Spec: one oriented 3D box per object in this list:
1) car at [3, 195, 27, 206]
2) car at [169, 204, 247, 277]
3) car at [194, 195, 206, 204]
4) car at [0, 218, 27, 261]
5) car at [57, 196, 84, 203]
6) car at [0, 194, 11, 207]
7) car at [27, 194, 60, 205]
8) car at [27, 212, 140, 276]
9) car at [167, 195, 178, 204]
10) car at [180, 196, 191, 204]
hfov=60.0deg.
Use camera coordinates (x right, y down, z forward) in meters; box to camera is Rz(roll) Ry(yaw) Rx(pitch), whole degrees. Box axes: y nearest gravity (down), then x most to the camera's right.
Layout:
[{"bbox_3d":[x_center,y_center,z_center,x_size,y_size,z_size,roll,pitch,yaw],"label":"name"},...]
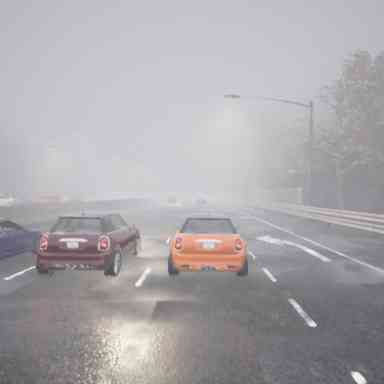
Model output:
[{"bbox_3d":[-23.181,1.608,45.773,2.128,1.511,4.902,1,0,2],"label":"car"},{"bbox_3d":[0.485,1.442,10.765,2.097,1.767,4.553,1,0,1],"label":"car"},{"bbox_3d":[1.986,1.926,70.262,2.097,1.767,4.553,1,0,1],"label":"car"},{"bbox_3d":[-6.520,1.543,10.727,1.812,1.442,4.674,1,0,1],"label":"car"},{"bbox_3d":[-16.189,1.693,45.698,1.837,1.490,4.892,1,0,2],"label":"car"},{"bbox_3d":[-26.684,1.295,45.446,2.150,2.045,5.566,1,0,2],"label":"car"},{"bbox_3d":[-19.686,1.368,45.479,2.150,2.045,5.566,1,0,2],"label":"car"},{"bbox_3d":[-3.017,1.405,10.693,2.097,1.767,4.553,1,0,1],"label":"car"},{"bbox_3d":[-4.761,1.805,80.329,2.150,2.045,5.566,1,0,1],"label":"car"},{"bbox_3d":[-1.365,2.061,76.273,1.882,1.535,5.008,1,0,1],"label":"car"}]
